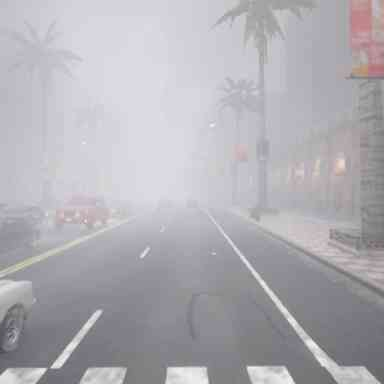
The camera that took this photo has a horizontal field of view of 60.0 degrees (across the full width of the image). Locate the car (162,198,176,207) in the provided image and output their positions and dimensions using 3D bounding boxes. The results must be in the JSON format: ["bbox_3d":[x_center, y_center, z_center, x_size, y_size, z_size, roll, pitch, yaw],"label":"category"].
[{"bbox_3d":[-3.608,1.668,52.416,1.895,1.301,4.718,0,0,-1],"label":"car"}]

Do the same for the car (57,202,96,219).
[{"bbox_3d":[-10.523,1.640,30.715,1.895,1.301,4.718,0,0,1],"label":"car"}]

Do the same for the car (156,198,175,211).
[{"bbox_3d":[-3.494,1.601,41.976,2.033,1.411,5.357,0,0,-1],"label":"car"}]

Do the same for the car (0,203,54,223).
[{"bbox_3d":[-10.590,1.531,20.423,1.837,1.490,4.892,0,0,0],"label":"car"}]

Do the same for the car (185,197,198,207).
[{"bbox_3d":[-0.108,1.572,52.424,1.837,1.490,4.892,0,0,-1],"label":"car"}]

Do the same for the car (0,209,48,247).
[{"bbox_3d":[-7.125,1.563,11.877,2.033,1.411,5.357,0,0,-4],"label":"car"}]

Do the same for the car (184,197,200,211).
[{"bbox_3d":[0.006,1.601,41.957,2.033,1.411,5.357,0,0,-1],"label":"car"}]

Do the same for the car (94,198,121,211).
[{"bbox_3d":[-10.545,1.546,42.024,2.128,1.511,4.902,0,0,0],"label":"car"}]

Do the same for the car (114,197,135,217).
[{"bbox_3d":[-7.021,1.533,32.341,2.128,1.511,4.902,0,0,1],"label":"car"}]

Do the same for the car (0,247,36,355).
[{"bbox_3d":[-3.401,1.605,3.154,1.895,1.301,4.718,0,0,0],"label":"car"}]

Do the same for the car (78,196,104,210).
[{"bbox_3d":[-13.626,1.412,44.999,2.185,1.767,4.553,0,0,-1],"label":"car"}]

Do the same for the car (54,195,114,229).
[{"bbox_3d":[-7.081,1.250,21.932,2.150,2.045,5.566,0,0,0],"label":"car"}]
